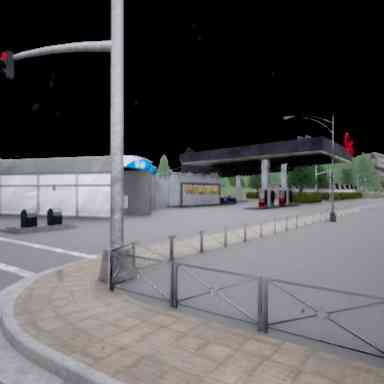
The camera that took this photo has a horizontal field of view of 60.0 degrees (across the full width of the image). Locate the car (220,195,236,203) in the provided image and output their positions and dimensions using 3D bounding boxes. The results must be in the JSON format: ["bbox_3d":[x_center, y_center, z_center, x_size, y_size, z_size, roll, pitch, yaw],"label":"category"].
[{"bbox_3d":[6.613,1.423,63.356,2.242,1.667,4.611,0,0,36],"label":"car"}]
